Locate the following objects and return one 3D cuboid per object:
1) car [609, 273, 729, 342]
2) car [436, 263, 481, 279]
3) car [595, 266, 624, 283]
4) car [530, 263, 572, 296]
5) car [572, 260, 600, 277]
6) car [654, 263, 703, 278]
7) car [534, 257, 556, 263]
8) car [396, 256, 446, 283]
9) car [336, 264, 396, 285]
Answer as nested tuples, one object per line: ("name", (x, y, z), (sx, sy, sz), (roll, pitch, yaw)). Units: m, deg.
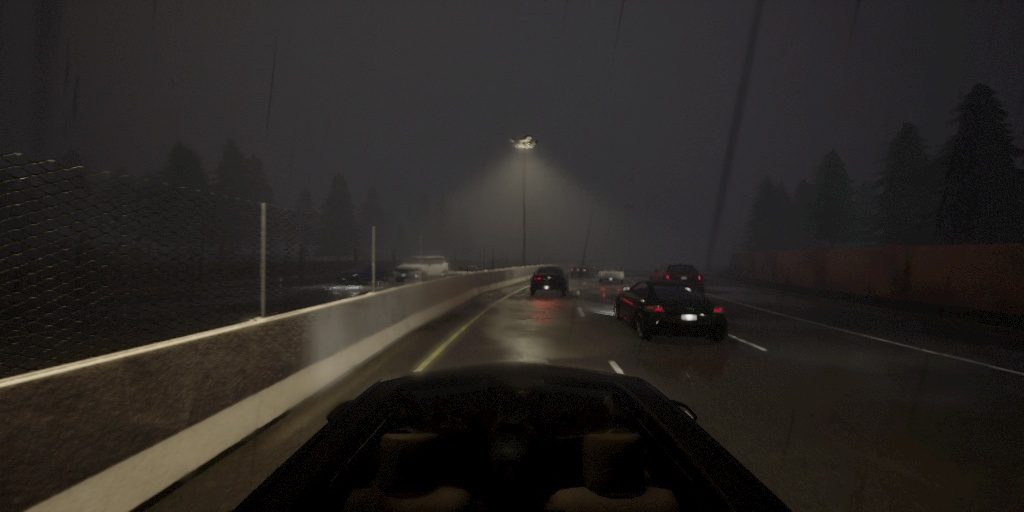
("car", (4.179, 1.357, 10.060), (1.994, 1.385, 4.181), (0, 0, 6))
("car", (-3.618, 1.401, 27.028), (1.895, 1.301, 4.718), (0, 0, 15))
("car", (8.162, 1.464, 29.255), (1.895, 1.301, 4.718), (0, 0, 18))
("car", (2.164, 1.313, 19.978), (1.837, 1.490, 4.892), (0, 0, 11))
("car", (7.414, 1.429, 37.417), (2.033, 1.411, 5.357), (0, 0, 23))
("car", (9.549, 1.200, 21.029), (2.097, 1.767, 4.553), (0, 0, 13))
("car", (5.856, 1.167, 63.796), (2.150, 2.045, 5.566), (0, 0, 35))
("car", (-6.955, 1.008, 28.041), (2.150, 2.045, 5.566), (0, 0, 15))
("car", (-10.881, 1.289, 26.614), (1.812, 1.442, 4.674), (0, 0, 14))
